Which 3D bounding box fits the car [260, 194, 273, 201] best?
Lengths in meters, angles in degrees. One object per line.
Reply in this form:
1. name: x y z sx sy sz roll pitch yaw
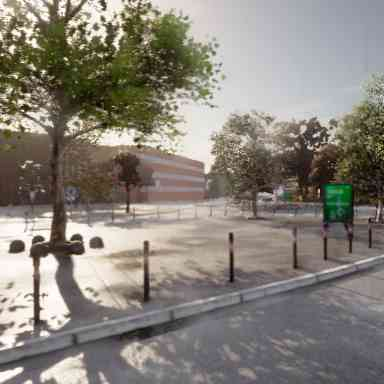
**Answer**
1. car: 19.361 1.713 86.082 1.994 1.385 4.181 0 0 17
